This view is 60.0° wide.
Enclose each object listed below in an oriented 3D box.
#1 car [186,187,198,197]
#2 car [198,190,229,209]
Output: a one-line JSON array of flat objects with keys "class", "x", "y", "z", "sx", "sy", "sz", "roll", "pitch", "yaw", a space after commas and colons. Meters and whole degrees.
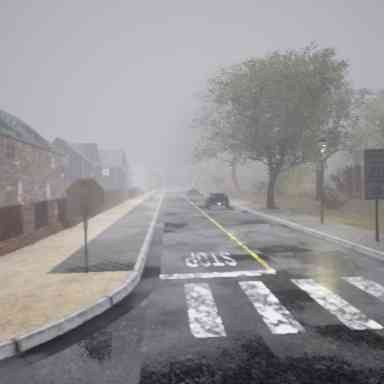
[{"class": "car", "x": 0.070, "y": -0.068, "z": 52.353, "sx": 1.812, "sy": 1.442, "sz": 4.674, "roll": -1, "pitch": 2, "yaw": -5}, {"class": "car", "x": 1.914, "y": 0.584, "z": 28.088, "sx": 1.837, "sy": 1.490, "sz": 4.892, "roll": -1, "pitch": 2, "yaw": -4}]
